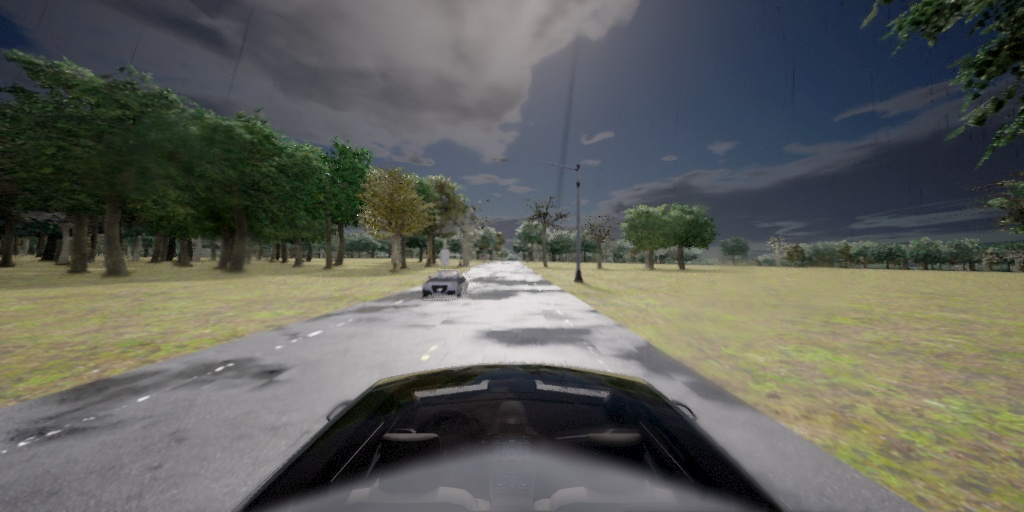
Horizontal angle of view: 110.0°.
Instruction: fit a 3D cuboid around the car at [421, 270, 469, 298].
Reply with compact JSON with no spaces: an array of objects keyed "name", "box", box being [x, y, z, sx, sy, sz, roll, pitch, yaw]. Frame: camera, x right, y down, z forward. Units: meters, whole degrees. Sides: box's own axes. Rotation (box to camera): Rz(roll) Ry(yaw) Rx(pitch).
[{"name":"car","box":[-3.540,1.474,19.552,1.994,1.385,4.181,0,-1,0]}]
